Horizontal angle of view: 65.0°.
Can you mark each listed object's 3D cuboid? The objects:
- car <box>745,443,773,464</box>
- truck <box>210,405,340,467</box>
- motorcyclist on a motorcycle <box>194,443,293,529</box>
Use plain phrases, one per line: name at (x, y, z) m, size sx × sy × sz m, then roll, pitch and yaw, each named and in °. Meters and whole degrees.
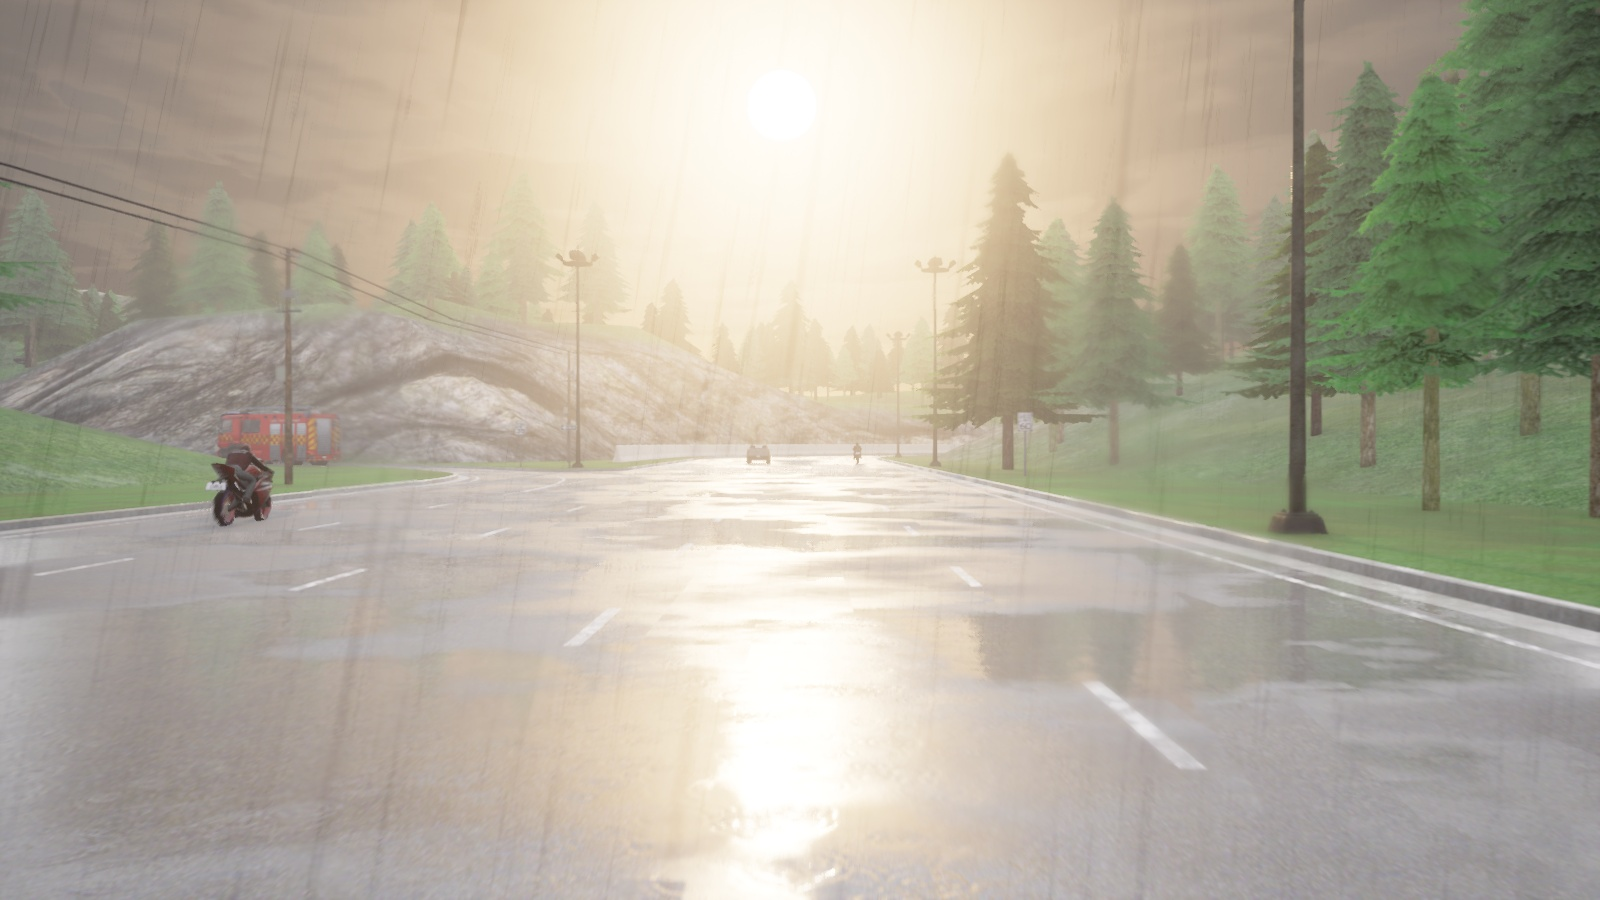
car at (-2.965, 0.242, 91.488) m, size 1.845 × 1.501 × 3.633 m, roll 0°, pitch 0°, yaw 0°
truck at (-33.847, -0.902, 80.932) m, size 8.468 × 3.827 × 2.891 m, roll 0°, pitch 0°, yaw 27°
motorcyclist on a motorcycle at (-10.352, 0.641, 23.440) m, size 0.866 × 1.530 × 2.191 m, roll 0°, pitch 0°, yaw 0°
